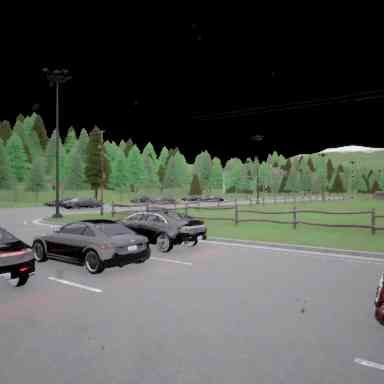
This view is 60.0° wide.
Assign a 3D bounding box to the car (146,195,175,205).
[{"bbox_3d":[-4.975,1.352,56.214,2.097,1.767,4.553,0,0,37],"label":"car"}]

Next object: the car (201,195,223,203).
[{"bbox_3d":[4.526,1.477,68.935,1.882,1.535,5.008,0,0,37],"label":"car"}]

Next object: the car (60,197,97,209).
[{"bbox_3d":[-16.019,1.526,47.146,1.812,1.442,4.674,0,0,36],"label":"car"}]

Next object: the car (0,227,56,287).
[{"bbox_3d":[-5.741,1.491,8.087,4.902,1.511,2.128,0,0,36],"label":"car"}]

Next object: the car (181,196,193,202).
[{"bbox_3d":[-0.265,1.535,74.226,2.033,1.411,5.357,0,0,36],"label":"car"}]

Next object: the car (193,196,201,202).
[{"bbox_3d":[3.034,1.347,72.801,2.097,1.767,4.553,0,0,36],"label":"car"}]

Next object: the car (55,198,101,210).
[{"bbox_3d":[-14.455,1.547,43.347,2.033,1.411,5.357,0,0,36],"label":"car"}]

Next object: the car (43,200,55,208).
[{"bbox_3d":[-19.025,1.547,48.966,2.033,1.411,5.357,0,0,36],"label":"car"}]

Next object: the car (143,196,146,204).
[{"bbox_3d":[-6.042,1.491,60.641,2.128,1.511,4.902,0,0,37],"label":"car"}]

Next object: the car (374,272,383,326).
[{"bbox_3d":[5.128,1.352,4.599,4.553,1.767,2.097,0,0,36],"label":"car"}]

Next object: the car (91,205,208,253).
[{"bbox_3d":[-1.667,1.491,13.780,4.902,1.511,2.128,0,0,36],"label":"car"}]

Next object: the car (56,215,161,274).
[{"bbox_3d":[-3.311,1.564,10.646,4.181,1.385,1.994,0,0,36],"label":"car"}]

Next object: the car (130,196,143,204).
[{"bbox_3d":[-9.448,1.506,61.907,1.837,1.490,4.892,0,0,37],"label":"car"}]
